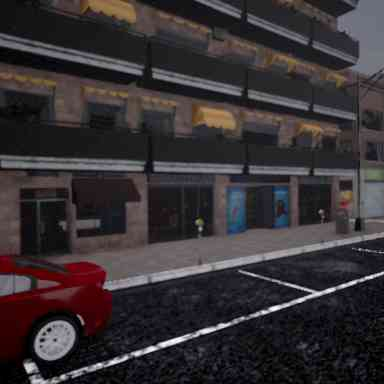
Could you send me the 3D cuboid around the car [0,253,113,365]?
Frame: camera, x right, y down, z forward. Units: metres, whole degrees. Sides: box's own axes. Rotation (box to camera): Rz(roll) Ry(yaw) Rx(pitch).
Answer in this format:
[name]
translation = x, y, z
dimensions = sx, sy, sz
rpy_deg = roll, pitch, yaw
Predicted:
[car]
translation = -3.295, 1.550, 4.209
dimensions = 4.507, 1.381, 1.887
rpy_deg = -1, 1, -36
